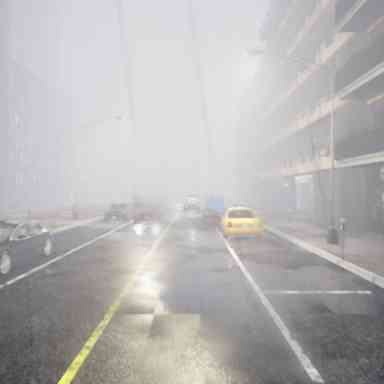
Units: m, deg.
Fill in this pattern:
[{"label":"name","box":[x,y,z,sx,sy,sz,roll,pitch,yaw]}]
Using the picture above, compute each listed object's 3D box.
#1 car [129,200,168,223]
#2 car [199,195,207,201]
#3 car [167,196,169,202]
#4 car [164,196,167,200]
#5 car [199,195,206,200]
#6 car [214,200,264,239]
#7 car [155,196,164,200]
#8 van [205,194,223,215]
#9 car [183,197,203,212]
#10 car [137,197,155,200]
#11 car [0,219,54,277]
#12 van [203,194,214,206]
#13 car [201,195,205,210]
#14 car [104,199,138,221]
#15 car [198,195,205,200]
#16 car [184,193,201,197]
[{"label":"car","box":[-3.106,1.526,24.761,1.994,1.385,4.181,0,0,0]},{"label":"car","box":[2.654,1.493,81.854,1.947,1.339,4.313,0,0,0]},{"label":"car","box":[-5.718,1.374,59.759,1.967,1.590,4.097,0,0,0]},{"label":"car","box":[-5.716,1.488,54.236,2.008,1.369,4.403,0,0,0]},{"label":"car","box":[2.651,1.453,87.546,1.752,1.417,4.829,0,0,0]},{"label":"car","box":[2.343,1.429,17.145,1.801,1.575,5.366,0,0,0]},{"label":"car","box":[-5.713,1.491,48.713,2.008,1.369,4.403,0,0,0]},{"label":"van","box":[2.672,1.289,37.671,1.690,1.788,3.998,0,0,0]},{"label":"car","box":[0.011,1.549,37.227,1.895,1.301,4.718,0,0,1]},{"label":"car","box":[-5.709,1.388,37.668,1.967,1.590,4.097,0,0,0]},{"label":"car","box":[-5.697,1.534,10.054,2.008,1.369,4.403,0,0,0]},{"label":"van","box":[2.665,1.278,54.238,1.690,1.788,3.998,0,0,0]},{"label":"car","box":[2.668,1.485,48.716,1.887,1.381,4.507,0,0,0]},{"label":"car","box":[-5.704,1.526,26.622,1.947,1.339,4.313,0,0,0]},{"label":"car","box":[2.648,1.455,93.070,1.752,1.417,4.829,0,0,0]},{"label":"car","box":[-0.015,1.163,49.207,2.150,2.045,5.566,0,0,0]}]
